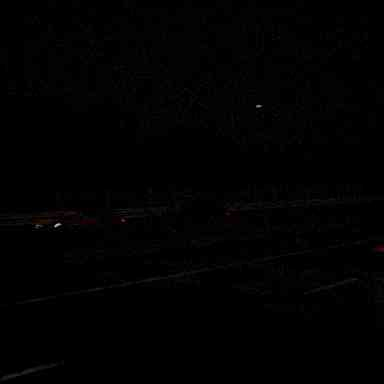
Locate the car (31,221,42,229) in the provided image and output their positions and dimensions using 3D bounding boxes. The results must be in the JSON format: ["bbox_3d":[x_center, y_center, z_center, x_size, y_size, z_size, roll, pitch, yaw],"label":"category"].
[{"bbox_3d":[-8.542,2.160,23.423,5.008,1.535,1.882,-1,-1,-33],"label":"car"}]

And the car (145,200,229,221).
[{"bbox_3d":[-0.246,1.579,20.480,5.566,2.045,2.150,-1,-1,-33],"label":"car"}]

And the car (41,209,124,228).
[{"bbox_3d":[-6.504,1.922,20.579,4.553,1.767,2.097,-1,-1,-33],"label":"car"}]
